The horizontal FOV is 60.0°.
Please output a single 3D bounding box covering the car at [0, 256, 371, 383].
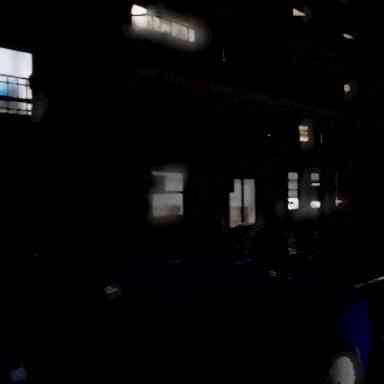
[{"bbox_3d":[-0.255,1.477,3.197,5.008,1.535,1.882,0,0,-35],"label":"car"}]
